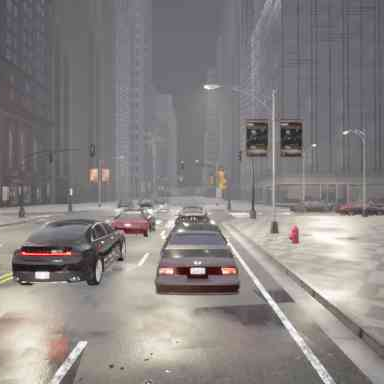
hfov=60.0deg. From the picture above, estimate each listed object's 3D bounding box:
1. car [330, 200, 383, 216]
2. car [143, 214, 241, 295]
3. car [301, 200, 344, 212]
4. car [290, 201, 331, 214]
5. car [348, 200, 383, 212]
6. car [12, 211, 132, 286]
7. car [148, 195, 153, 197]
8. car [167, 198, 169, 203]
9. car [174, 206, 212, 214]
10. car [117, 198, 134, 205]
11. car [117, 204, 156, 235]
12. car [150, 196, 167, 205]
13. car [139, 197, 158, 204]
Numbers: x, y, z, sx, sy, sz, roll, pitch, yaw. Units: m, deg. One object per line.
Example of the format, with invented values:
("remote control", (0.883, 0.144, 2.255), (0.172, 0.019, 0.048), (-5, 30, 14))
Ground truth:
("car", (15.321, 1.576, 30.320), (4.206, 1.307, 1.802), (0, 0, -1))
("car", (0.108, 1.557, 8.853), (2.033, 1.411, 5.357), (0, 0, 0))
("car", (15.192, 1.661, 38.843), (4.313, 1.339, 1.947), (0, 0, -1))
("car", (12.862, 1.634, 36.051), (4.181, 1.385, 1.994), (0, -1, -2))
("car", (20.832, 1.642, 38.930), (4.313, 1.339, 1.947), (0, 0, -1))
("car", (-3.149, 1.516, 9.437), (1.837, 1.490, 4.892), (0, 0, 0))
("car", (-9.739, 1.866, 68.669), (1.837, 1.490, 4.892), (0, -1, 0))
("car", (-6.484, 1.989, 79.552), (2.033, 1.411, 5.357), (0, 0, 0))
("car", (0.050, 1.543, 18.592), (1.837, 1.490, 4.892), (0, 0, 1))
("car", (-9.835, 1.722, 49.237), (1.837, 1.490, 4.892), (0, 0, 0))
("car", (-3.147, 1.601, 18.338), (1.994, 1.385, 4.181), (0, 0, 0))
("car", (-6.524, 1.897, 65.294), (1.994, 1.385, 4.181), (0, 0, 1))
("car", (-6.587, 1.815, 48.704), (1.895, 1.301, 4.718), (0, 0, 0))
